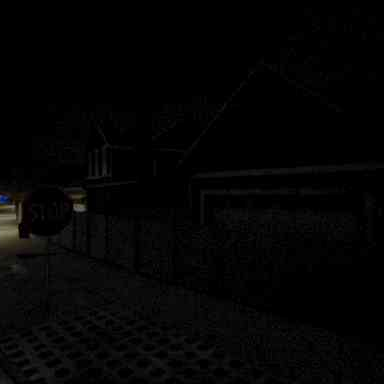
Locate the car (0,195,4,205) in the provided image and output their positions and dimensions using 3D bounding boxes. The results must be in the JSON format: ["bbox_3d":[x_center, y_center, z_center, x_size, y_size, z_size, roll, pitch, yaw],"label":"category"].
[{"bbox_3d":[-29.493,1.513,48.825,1.895,1.301,4.718,0,0,-20],"label":"car"}]

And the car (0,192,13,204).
[{"bbox_3d":[-32.946,1.096,58.207,2.150,2.045,5.566,0,0,-20],"label":"car"}]
